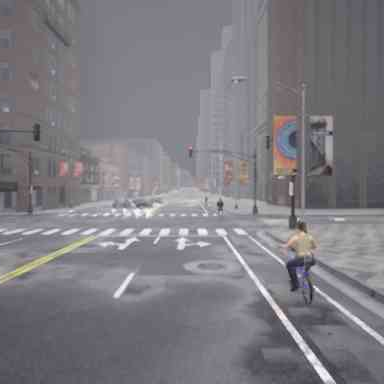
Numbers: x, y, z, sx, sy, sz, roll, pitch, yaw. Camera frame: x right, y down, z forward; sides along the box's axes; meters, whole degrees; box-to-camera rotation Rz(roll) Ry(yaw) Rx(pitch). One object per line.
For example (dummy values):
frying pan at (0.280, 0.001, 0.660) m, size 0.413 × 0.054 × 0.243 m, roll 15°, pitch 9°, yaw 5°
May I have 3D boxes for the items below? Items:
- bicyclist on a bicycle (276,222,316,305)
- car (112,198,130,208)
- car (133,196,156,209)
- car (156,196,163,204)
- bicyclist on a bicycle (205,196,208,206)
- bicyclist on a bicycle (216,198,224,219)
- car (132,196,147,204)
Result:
bicyclist on a bicycle at (2.286, 1.430, 7.077) m, size 0.866 × 1.612 × 1.509 m, roll 0°, pitch 0°, yaw 0°
car at (-9.844, 1.516, 46.742) m, size 1.812 × 1.442 × 4.674 m, roll 0°, pitch 0°, yaw 0°
car at (-6.598, 1.591, 46.154) m, size 1.895 × 1.301 × 4.718 m, roll 0°, pitch 0°, yaw 0°
car at (-6.542, 1.535, 62.300) m, size 2.033 × 1.411 × 5.357 m, roll 0°, pitch 0°, yaw 0°
bicyclist on a bicycle at (2.243, 1.442, 51.520) m, size 0.582 × 1.620 × 1.656 m, roll 0°, pitch 0°, yaw 0°
bicyclist on a bicycle at (2.248, 1.319, 26.483) m, size 0.659 × 1.776 × 1.843 m, roll 0°, pitch 1°, yaw 0°
car at (-9.795, 1.465, 62.378) m, size 1.882 × 1.535 × 5.008 m, roll 0°, pitch 0°, yaw 0°
